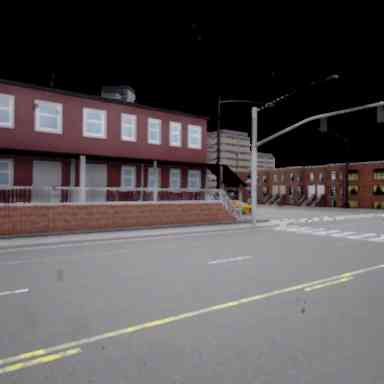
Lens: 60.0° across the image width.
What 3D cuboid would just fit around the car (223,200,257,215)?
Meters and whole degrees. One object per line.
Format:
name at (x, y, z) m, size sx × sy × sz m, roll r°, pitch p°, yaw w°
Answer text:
car at (5.035, 1.677, 36.896) m, size 1.882 × 1.535 × 5.008 m, roll 1°, pitch 0°, yaw -36°
